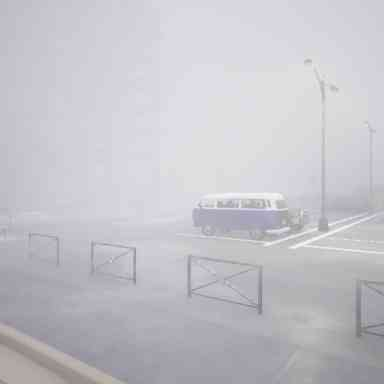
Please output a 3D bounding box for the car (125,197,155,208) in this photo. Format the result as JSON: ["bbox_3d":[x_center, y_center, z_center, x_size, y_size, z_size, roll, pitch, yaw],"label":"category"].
[{"bbox_3d":[-7.246,1.436,46.758,2.128,1.511,4.902,0,0,36],"label":"car"}]

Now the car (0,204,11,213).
[{"bbox_3d":[-19.376,1.492,29.908,2.033,1.411,5.357,0,0,36],"label":"car"}]

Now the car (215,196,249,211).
[{"bbox_3d":[5.631,1.545,46.360,1.895,1.301,4.718,0,0,36],"label":"car"}]

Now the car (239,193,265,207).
[{"bbox_3d":[10.795,1.449,59.537,1.837,1.490,4.892,0,0,36],"label":"car"}]

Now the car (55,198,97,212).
[{"bbox_3d":[-13.319,1.422,38.325,1.882,1.535,5.008,0,0,36],"label":"car"}]

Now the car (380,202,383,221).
[{"bbox_3d":[17.298,1.153,25.445,4.605,1.855,1.932,0,0,36],"label":"car"}]
